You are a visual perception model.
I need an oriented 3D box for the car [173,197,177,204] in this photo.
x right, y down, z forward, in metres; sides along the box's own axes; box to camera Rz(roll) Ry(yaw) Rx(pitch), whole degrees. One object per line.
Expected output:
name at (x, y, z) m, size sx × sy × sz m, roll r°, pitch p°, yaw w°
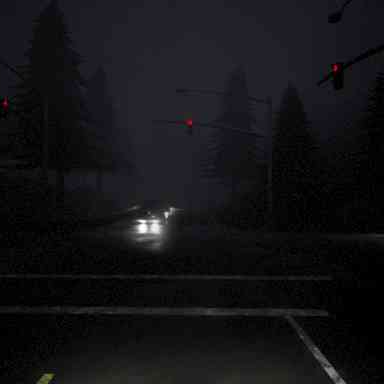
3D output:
car at (-3.955, 1.491, 50.385) m, size 2.128 × 1.511 × 4.902 m, roll 0°, pitch 0°, yaw -7°

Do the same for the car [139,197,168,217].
car at (-3.664, 1.491, 30.732) m, size 2.128 × 1.511 × 4.902 m, roll 0°, pitch 0°, yaw 0°

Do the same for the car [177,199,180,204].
car at (-4.122, 1.564, 61.576) m, size 1.994 × 1.385 × 4.181 m, roll 0°, pitch 0°, yaw -39°

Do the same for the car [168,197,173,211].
car at (-3.663, 1.478, 40.235) m, size 1.882 × 1.535 × 5.008 m, roll 0°, pitch 0°, yaw 0°
